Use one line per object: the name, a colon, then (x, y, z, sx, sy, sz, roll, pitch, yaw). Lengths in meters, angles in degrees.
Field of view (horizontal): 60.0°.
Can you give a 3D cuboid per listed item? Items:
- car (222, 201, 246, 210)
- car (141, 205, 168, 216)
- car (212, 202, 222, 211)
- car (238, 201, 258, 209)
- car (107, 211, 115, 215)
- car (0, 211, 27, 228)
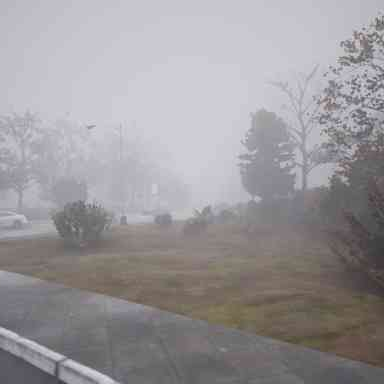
car: (7.121, 2.195, 50.317, 2.033, 1.411, 5.357, -3, -2, 32)
car: (-4.960, 2.443, 44.576, 1.994, 1.385, 4.181, -3, -2, 32)
car: (5.021, 2.318, 53.557, 1.837, 1.490, 4.892, -3, -2, 32)
car: (10.446, 2.409, 62.091, 1.837, 1.490, 4.892, -3, -2, 33)
car: (-10.597, 2.430, 35.625, 1.895, 1.301, 4.718, -3, -2, 32)
car: (-16.039, 2.334, 27.234, 1.812, 1.442, 4.674, -3, -2, 34)
